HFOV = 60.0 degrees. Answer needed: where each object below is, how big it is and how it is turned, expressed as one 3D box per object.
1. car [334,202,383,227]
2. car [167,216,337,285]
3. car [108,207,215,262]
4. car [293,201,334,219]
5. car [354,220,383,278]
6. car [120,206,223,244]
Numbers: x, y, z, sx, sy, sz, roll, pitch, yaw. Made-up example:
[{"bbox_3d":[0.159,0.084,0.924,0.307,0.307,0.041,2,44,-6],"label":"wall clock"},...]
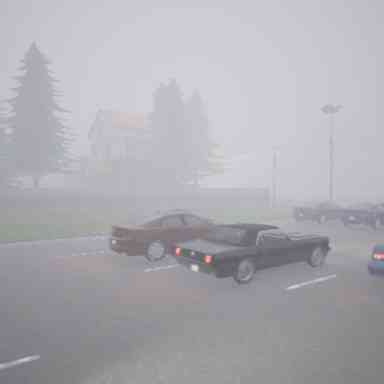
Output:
[{"bbox_3d":[11.125,1.349,20.403,5.008,1.535,1.882,0,0,-36],"label":"car"},{"bbox_3d":[1.864,1.558,9.426,4.718,1.301,1.895,0,0,-36],"label":"car"},{"bbox_3d":[-0.500,1.438,12.052,5.008,1.535,1.882,0,0,-35],"label":"car"},{"bbox_3d":[9.170,1.348,23.306,5.008,1.535,1.882,0,0,-36],"label":"car"},{"bbox_3d":[6.541,1.484,8.459,5.357,1.411,2.033,0,0,-36],"label":"car"},{"bbox_3d":[-0.895,1.474,16.064,4.674,1.442,1.812,0,0,-36],"label":"car"}]
